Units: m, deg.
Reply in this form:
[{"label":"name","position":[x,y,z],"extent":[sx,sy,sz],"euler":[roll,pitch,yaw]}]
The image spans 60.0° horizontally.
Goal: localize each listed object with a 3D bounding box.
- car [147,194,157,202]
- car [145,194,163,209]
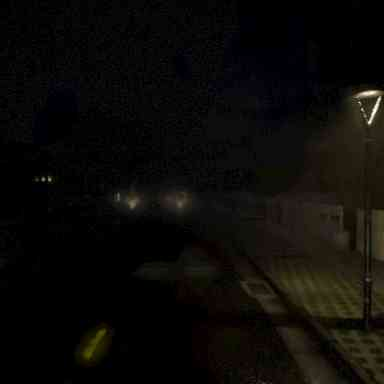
[{"label":"car","position":[-7.601,1.061,62.976],"extent":[1.895,1.301,4.718],"euler":[0,0,-9]},{"label":"car","position":[-4.514,1.188,39.653],"extent":[2.033,1.411,5.357],"euler":[0,1,-7]}]
